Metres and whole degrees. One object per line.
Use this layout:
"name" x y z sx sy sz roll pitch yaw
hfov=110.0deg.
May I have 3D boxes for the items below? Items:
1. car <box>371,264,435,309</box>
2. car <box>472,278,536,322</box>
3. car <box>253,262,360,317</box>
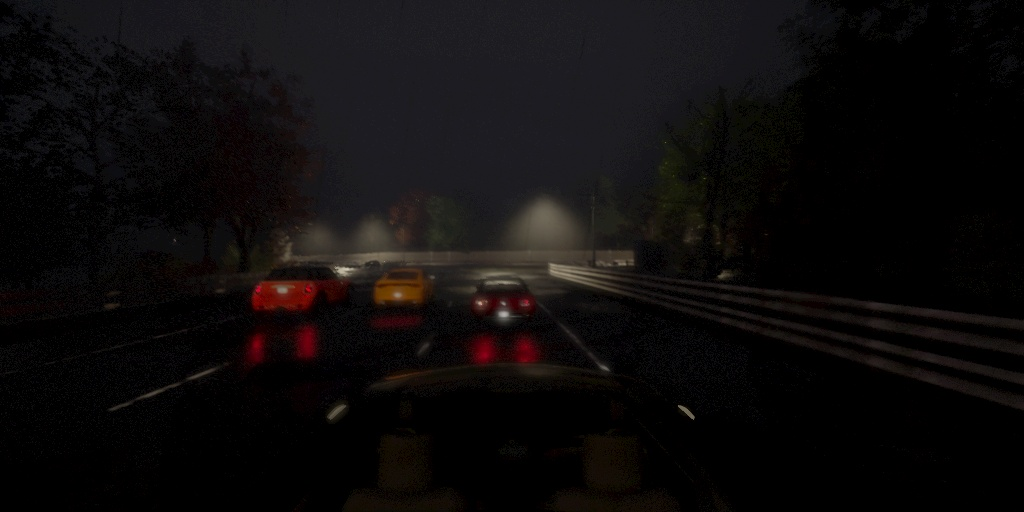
"car" -4.507 1.303 15.681 1.882 1.535 5.008 0 0 -7
"car" -0.326 1.395 12.480 1.895 1.301 4.718 0 0 -3
"car" -7.825 1.186 13.982 2.097 1.767 4.553 0 0 -6
